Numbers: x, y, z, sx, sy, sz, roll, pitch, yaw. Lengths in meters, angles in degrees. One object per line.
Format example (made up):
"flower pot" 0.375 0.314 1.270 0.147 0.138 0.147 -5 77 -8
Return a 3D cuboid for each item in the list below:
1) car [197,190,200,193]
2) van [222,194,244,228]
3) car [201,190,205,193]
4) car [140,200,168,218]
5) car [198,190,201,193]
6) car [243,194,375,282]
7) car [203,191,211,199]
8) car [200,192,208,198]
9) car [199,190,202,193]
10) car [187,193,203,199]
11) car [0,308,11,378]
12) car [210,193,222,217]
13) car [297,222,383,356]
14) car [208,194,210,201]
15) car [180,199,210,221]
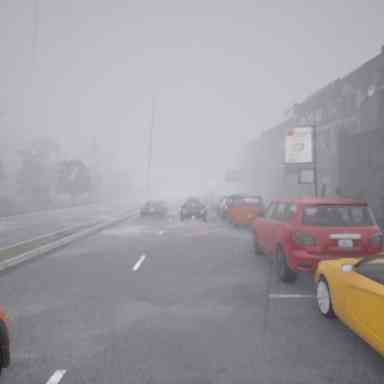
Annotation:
"car" 3.233 0.640 87.162 2.435 2.045 5.566 0 0 0
"van" 3.232 1.112 20.949 1.878 1.987 4.442 0 0 0
"car" 3.246 0.953 59.352 2.185 1.767 4.553 0 0 0
"car" -3.140 1.373 28.176 1.994 1.385 4.181 0 0 0
"car" 3.238 0.930 81.480 2.231 1.521 4.892 0 0 0
"car" 3.228 1.162 9.685 2.435 2.045 5.566 0 0 0
"car" 3.242 1.112 54.044 1.946 1.575 5.366 0 0 0
"car" 3.230 0.850 92.846 1.946 1.575 5.366 0 0 0
"car" 3.239 0.968 75.954 2.231 1.521 4.892 0 0 0
"car" 0.114 1.225 41.578 1.837 1.490 4.892 0 1 0
"car" -3.148 1.337 2.008 2.097 1.767 4.553 0 0 0
"car" 3.236 1.139 31.852 2.185 1.767 4.553 0 0 0
"car" 3.227 1.450 4.254 2.097 1.535 5.008 0 0 0
"car" 3.238 1.268 37.282 2.002 1.452 4.674 0 0 0
"car" 0.108 1.430 25.140 1.895 1.301 4.718 0 0 0
